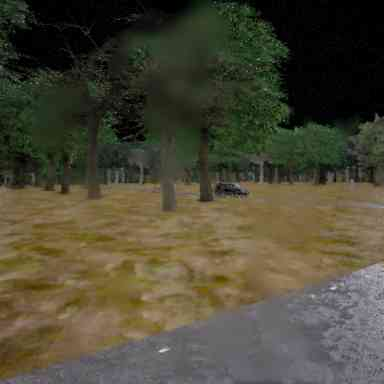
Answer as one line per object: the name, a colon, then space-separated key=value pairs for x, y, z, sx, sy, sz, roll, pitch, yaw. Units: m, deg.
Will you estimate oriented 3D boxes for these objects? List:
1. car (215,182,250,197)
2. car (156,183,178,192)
car: x=5.715 y=-0.346 z=47.923 sx=2.150 sy=2.045 sz=5.566 roll=1 pitch=2 yaw=-41
car: x=-4.488 y=-0.867 z=59.660 sx=2.097 sy=1.767 sz=4.553 roll=1 pitch=2 yaw=-41
